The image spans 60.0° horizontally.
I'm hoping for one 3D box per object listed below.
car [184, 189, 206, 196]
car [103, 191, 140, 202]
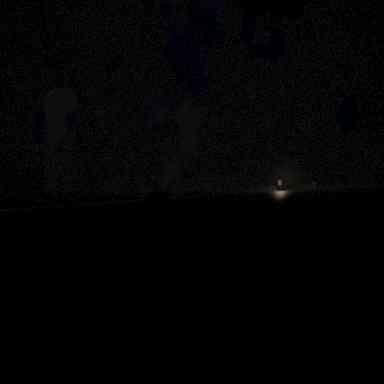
[{"bbox_3d":[0.576,0.044,59.432,1.895,1.301,4.718,-1,1,36],"label":"car"},{"bbox_3d":[-9.550,0.510,45.455,2.033,1.411,5.357,-1,1,36],"label":"car"}]
